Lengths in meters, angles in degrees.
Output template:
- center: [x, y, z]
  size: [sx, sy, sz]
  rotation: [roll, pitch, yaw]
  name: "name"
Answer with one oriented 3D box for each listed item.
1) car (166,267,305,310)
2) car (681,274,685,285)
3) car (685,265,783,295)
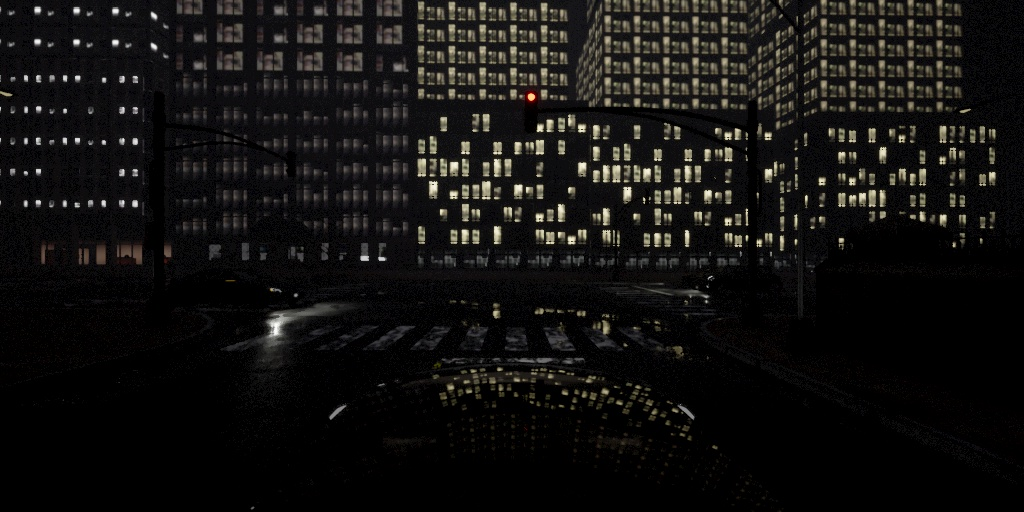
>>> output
- center: [-10.342, 1.154, 13.509]
  size: [4.674, 1.442, 1.812]
  rotation: [1, 0, 5]
  name: "car"
- center: [14.134, 1.429, 24.300]
  size: [5.008, 1.535, 1.882]
  rotation: [1, 0, -2]
  name: "car"
- center: [13.084, 1.283, 21.036]
  size: [4.553, 1.767, 2.097]
  rotation: [1, 0, -1]
  name: "car"
